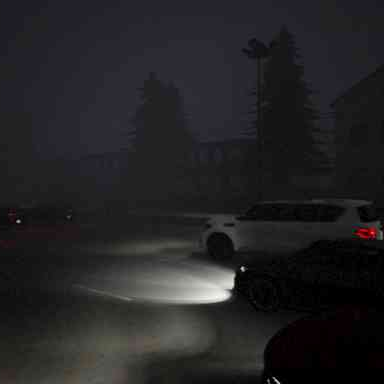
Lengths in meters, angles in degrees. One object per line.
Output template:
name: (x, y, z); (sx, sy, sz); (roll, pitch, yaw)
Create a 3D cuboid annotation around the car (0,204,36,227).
car: (-12.431, 1.517, 21.461); (4.892, 1.490, 1.837); (0, 0, 36)

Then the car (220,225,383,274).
car: (2.898, 1.565, 6.224); (4.181, 1.385, 1.994); (0, 0, 36)

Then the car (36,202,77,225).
car: (-10.491, 1.505, 24.375); (4.902, 1.511, 2.128); (0, 0, 36)

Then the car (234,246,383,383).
car: (2.866, 1.477, 1.948); (5.008, 1.535, 1.882); (0, 0, 36)

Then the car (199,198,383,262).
car: (2.908, 1.223, 10.516); (5.566, 2.045, 2.150); (0, 0, 36)

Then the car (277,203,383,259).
car: (5.833, 1.354, 12.729); (4.553, 1.767, 2.097); (0, 0, 36)
